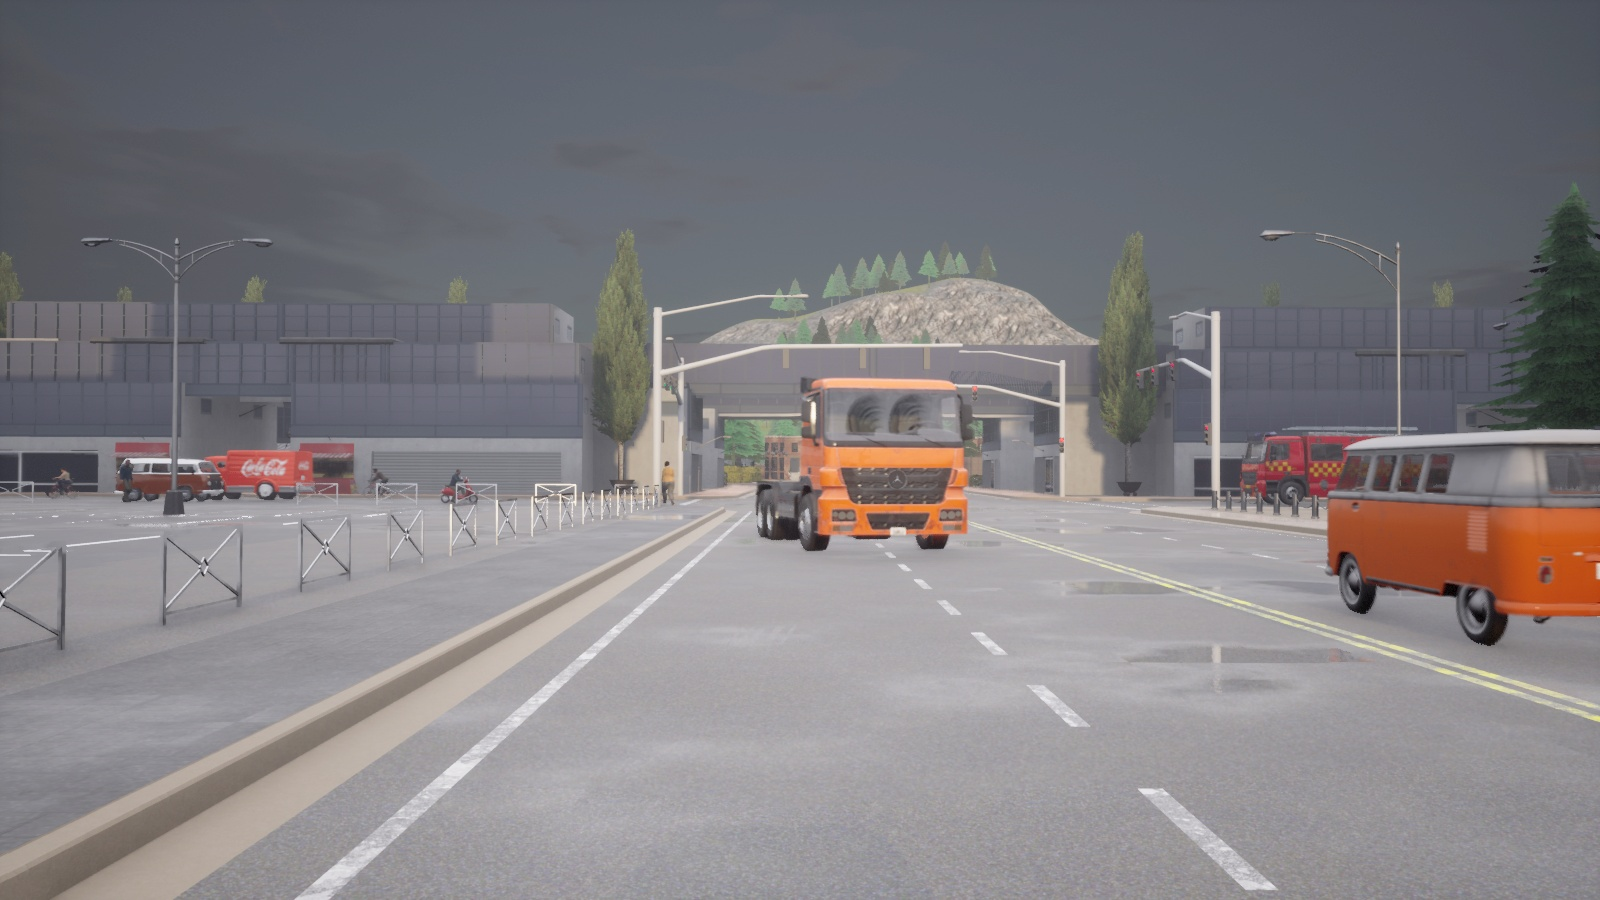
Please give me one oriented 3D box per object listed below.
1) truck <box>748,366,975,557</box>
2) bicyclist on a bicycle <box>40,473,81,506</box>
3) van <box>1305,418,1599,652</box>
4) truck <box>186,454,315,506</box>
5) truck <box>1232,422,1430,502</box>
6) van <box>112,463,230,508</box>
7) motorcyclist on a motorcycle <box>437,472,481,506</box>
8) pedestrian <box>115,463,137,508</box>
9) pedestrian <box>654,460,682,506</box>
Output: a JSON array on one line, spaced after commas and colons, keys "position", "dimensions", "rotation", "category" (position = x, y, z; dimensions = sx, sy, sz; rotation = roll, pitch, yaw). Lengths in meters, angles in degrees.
[{"position": [1.001, 0.279, 26.907], "dimensions": [2.891, 3.462, 7.936], "rotation": [0, -1, -12], "category": "truck"}, {"position": [-36.724, 1.943, 62.361], "dimensions": [1.509, 1.612, 0.866], "rotation": [0, -1, 1], "category": "bicyclist on a bicycle"}, {"position": [6.971, 0.755, 12.882], "dimensions": [1.775, 1.987, 4.442], "rotation": [0, -1, 0], "category": "van"}, {"position": [-27.123, 1.477, 62.104], "dimensions": [5.204, 2.467, 2.627], "rotation": [0, -1, 2], "category": "truck"}, {"position": [26.079, 0.583, 61.934], "dimensions": [8.468, 3.827, 2.891], "rotation": [0, -1, 0], "category": "truck"}, {"position": [-29.345, 1.638, 58.659], "dimensions": [4.480, 2.038, 2.069], "rotation": [0, -1, 2], "category": "van"}, {"position": [-15.840, 1.808, 58.317], "dimensions": [1.817, 1.590, 0.866], "rotation": [0, -1, 1], "category": "motorcyclist on a motorcycle"}, {"position": [-27.227, 1.432, 50.742], "dimensions": [0.726, 1.842, 0.402], "rotation": [-1, -1, 16], "category": "pedestrian"}, {"position": [-5.385, 1.350, 51.072], "dimensions": [0.874, 1.855, 0.900], "rotation": [0, -1, -26], "category": "pedestrian"}]
